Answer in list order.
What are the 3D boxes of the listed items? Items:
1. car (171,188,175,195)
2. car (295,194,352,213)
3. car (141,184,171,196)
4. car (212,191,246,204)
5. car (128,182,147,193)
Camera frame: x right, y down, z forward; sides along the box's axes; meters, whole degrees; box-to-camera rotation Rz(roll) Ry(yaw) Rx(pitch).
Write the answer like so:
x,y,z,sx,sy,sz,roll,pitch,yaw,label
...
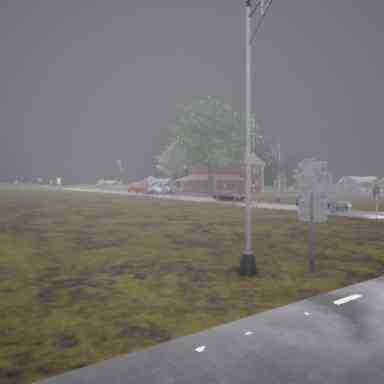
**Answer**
x,y,z,sx,sy,sz,roll,pitch,yaw,label
-4.519,-0.186,55.293,1.812,1.442,4.674,0,2,-35,car
11.137,0.896,28.419,2.128,1.511,4.902,0,2,-36,car
-5.631,-0.117,51.937,1.812,1.442,4.674,0,2,-35,car
4.440,0.580,37.779,1.895,1.301,4.718,0,2,-36,car
-10.204,-0.817,63.144,2.150,2.045,5.566,0,2,-36,car
